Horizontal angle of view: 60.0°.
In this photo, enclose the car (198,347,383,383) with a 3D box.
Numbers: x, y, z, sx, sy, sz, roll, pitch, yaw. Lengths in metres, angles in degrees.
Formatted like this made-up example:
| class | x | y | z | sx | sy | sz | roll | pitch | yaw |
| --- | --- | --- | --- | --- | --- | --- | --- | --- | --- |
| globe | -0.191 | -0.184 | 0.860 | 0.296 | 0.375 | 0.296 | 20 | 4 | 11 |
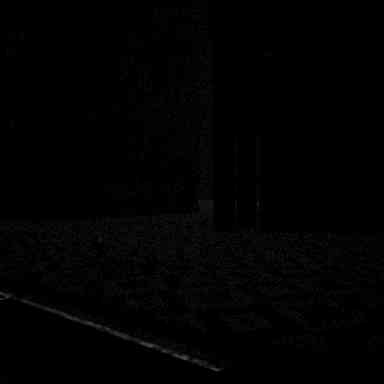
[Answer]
| class | x | y | z | sx | sy | sz | roll | pitch | yaw |
| --- | --- | --- | --- | --- | --- | --- | --- | --- | --- |
| car | 1.761 | 1.561 | 1.593 | 4.313 | 1.339 | 1.947 | -1 | 0 | 36 |
